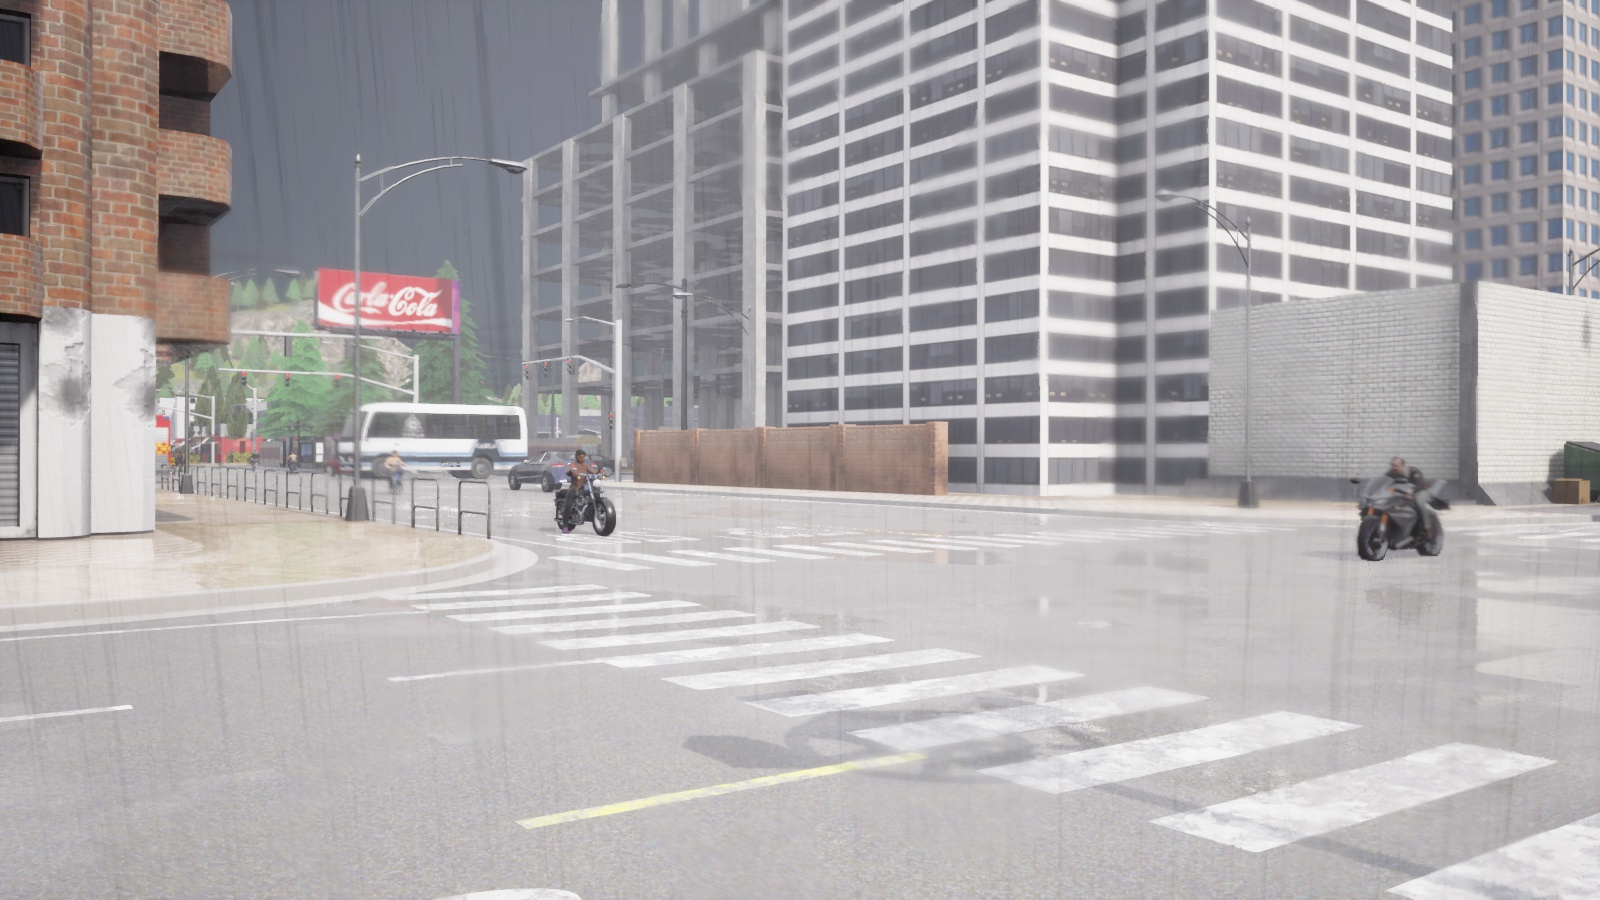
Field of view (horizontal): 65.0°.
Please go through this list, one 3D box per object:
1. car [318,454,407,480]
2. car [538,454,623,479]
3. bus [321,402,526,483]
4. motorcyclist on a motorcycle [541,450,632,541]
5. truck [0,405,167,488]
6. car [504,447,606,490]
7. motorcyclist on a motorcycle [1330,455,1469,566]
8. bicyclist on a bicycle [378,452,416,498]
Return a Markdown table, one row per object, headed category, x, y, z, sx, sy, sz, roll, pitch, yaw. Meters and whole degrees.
| category | x | y | z | sx | sy | sz | roll | pitch | yaw |
| --- | --- | --- | --- | --- | --- | --- | --- | --- | --- |
| car | -26.671 | 1.022 | 76.526 | 5.008 | 1.535 | 1.882 | 0 | 0 | 19 |
| car | -13.926 | 1.003 | 79.919 | 5.008 | 1.535 | 1.882 | 0 | 0 | -35 |
| bus | -20.939 | -0.360 | 70.315 | 10.273 | 4.253 | 3.944 | 0 | -1 | -39 |
| motorcyclist on a motorcycle | -4.087 | 0.818 | 23.884 | 0.766 | 1.649 | 2.350 | 0 | 0 | -35 |
| truck | -35.511 | -0.140 | 60.723 | 8.468 | 3.827 | 2.891 | 0 | 0 | -35 |
| car | -9.902 | 0.723 | 50.491 | 2.152 | 1.651 | 5.027 | 0 | 0 | -35 |
| motorcyclist on a motorcycle | 8.807 | 0.847 | 18.416 | 2.191 | 1.530 | 0.866 | 0 | 0 | -35 |
| bicyclist on a bicycle | -14.324 | 0.876 | 44.621 | 0.866 | 1.612 | 1.509 | 0 | 0 | -35 |
